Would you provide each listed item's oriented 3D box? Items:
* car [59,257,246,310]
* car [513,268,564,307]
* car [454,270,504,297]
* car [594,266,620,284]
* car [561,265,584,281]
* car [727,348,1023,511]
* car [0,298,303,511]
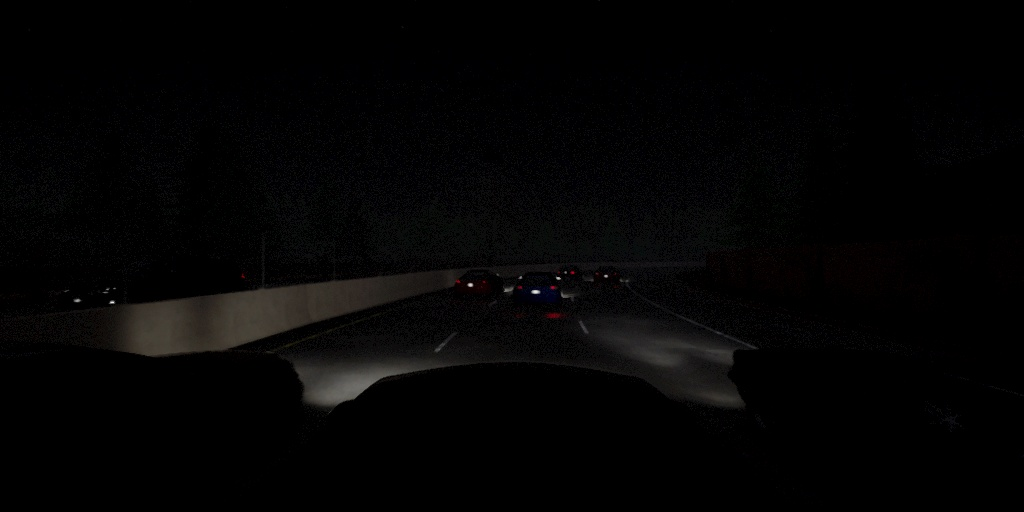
[{"bbox_3d":[-13.409,1.061,14.053,2.150,2.045,5.566,0,0,6],"label":"car"},{"bbox_3d":[1.218,1.415,16.236,1.994,1.385,4.181,0,0,8],"label":"car"},{"bbox_3d":[-1.715,1.439,19.885,1.994,1.385,4.181,0,0,10],"label":"car"},{"bbox_3d":[7.719,1.505,29.109,1.994,1.385,4.181,0,0,17],"label":"car"},{"bbox_3d":[5.554,1.521,33.903,2.033,1.411,5.357,0,0,20],"label":"car"},{"bbox_3d":[3.621,1.356,2.360,1.895,1.301,4.718,0,0,1],"label":"car"},{"bbox_3d":[-3.370,1.278,2.240,1.812,1.442,4.674,0,0,1],"label":"car"}]
